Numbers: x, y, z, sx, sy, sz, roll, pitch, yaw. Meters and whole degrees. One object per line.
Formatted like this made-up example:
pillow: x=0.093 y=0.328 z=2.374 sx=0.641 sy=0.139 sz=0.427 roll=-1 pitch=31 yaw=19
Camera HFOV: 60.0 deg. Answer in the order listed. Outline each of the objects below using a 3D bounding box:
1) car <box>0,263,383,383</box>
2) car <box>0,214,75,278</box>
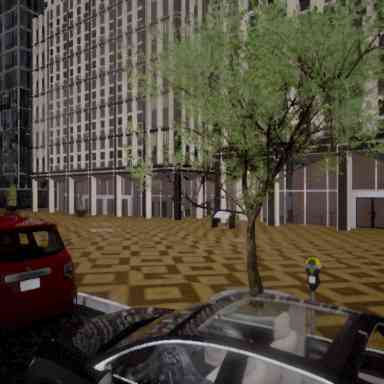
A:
car: x=0.410 y=1.548 z=2.585 sx=4.403 sy=1.369 sz=2.008 roll=0 pitch=0 yaw=35
car: x=-4.087 y=1.313 z=5.793 sx=5.009 sy=1.841 sz=2.192 roll=0 pitch=0 yaw=36
